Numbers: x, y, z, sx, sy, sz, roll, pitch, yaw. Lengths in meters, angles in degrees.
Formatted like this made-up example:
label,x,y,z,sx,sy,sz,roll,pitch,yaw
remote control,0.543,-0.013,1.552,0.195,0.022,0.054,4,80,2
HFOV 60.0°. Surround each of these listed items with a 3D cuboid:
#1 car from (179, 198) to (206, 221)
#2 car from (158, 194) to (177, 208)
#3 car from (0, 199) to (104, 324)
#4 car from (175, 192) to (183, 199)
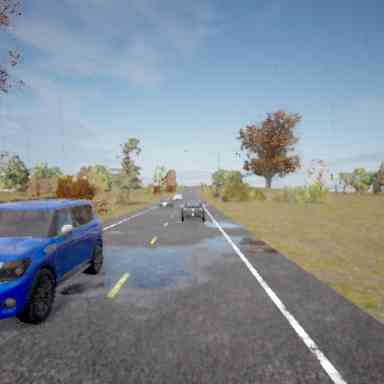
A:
label,x,y,z,sx,sy,sz,roll,pitch,yaw
car,0.080,1.462,26.801,2.128,1.511,4.902,0,0,0
car,-3.616,1.436,46.825,2.128,1.511,4.902,0,0,0
car,-3.605,1.215,7.475,2.150,2.045,5.566,0,0,0
car,-3.564,1.105,86.959,2.150,2.045,5.566,0,0,0
